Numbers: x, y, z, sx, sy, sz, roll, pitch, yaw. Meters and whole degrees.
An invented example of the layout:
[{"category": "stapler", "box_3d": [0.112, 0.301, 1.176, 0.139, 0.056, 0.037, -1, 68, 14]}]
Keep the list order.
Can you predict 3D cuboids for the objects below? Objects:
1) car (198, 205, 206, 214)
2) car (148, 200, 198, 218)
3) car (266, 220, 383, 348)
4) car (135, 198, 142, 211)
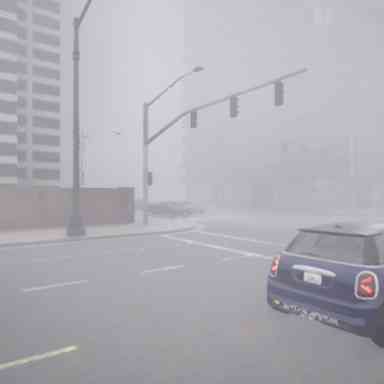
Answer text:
[{"category": "car", "box_3d": [-0.604, 1.610, 34.817, 1.895, 1.301, 4.718, 0, 0, -36]}, {"category": "car", "box_3d": [-2.122, 1.554, 30.936, 2.033, 1.411, 5.357, 0, 0, -36]}, {"category": "car", "box_3d": [3.552, 1.355, 6.460, 4.553, 1.767, 2.097, 0, 0, -38]}, {"category": "car", "box_3d": [-8.104, 1.511, 39.253, 1.837, 1.490, 4.892, 0, 0, -36]}]
